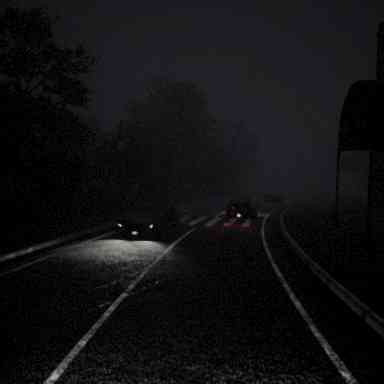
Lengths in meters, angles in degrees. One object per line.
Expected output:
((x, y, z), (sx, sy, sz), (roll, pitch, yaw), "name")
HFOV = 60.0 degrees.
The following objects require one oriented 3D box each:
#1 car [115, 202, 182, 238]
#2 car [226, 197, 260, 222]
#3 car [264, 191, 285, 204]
((-1.865, 1.234, 16.262), (2.033, 1.411, 5.357), (1, 2, 11), "car")
((3.454, 1.089, 22.622), (1.837, 1.490, 4.892), (1, 2, 14), "car")
((10.080, 0.573, 40.386), (1.882, 1.535, 5.008), (2, 2, 24), "car")
